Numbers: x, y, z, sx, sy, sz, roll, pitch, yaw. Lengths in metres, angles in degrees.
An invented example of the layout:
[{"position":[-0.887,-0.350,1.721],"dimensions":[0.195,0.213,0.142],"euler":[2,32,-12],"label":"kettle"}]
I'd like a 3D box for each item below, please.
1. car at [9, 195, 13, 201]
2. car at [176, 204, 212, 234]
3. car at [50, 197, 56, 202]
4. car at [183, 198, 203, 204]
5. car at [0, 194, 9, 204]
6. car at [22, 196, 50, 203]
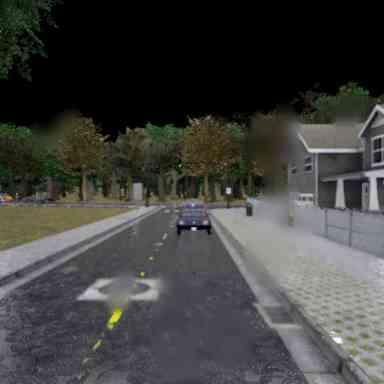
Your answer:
[{"position":[-44.628,1.329,78.529],"dimensions":[4.553,1.767,2.097],"euler":[0,0,23],"label":"car"},{"position":[0.101,1.619,19.379],"dimensions":[1.895,1.301,4.718],"euler":[0,0,0],"label":"car"},{"position":[-32.439,1.632,73.270],"dimensions":[4.718,1.301,1.895],"euler":[0,0,23],"label":"car"},{"position":[0.137,1.390,35.345],"dimensions":[2.097,1.767,4.553],"euler":[0,0,1],"label":"car"},{"position":[-39.572,1.317,65.729],"dimensions":[5.566,2.045,2.150],"euler":[0,0,23],"label":"car"},{"position":[-33.373,1.547,70.134],"dimensions":[5.357,1.411,2.033],"euler":[0,0,23],"label":"car"}]
